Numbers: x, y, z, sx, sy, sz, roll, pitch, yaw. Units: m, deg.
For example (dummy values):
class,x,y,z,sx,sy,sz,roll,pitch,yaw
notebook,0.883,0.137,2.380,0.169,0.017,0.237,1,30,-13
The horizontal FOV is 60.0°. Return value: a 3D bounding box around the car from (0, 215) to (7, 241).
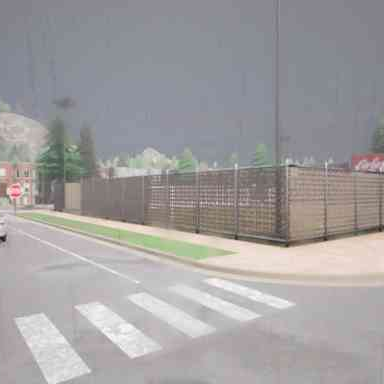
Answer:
class,x,y,z,sx,sy,sz,roll,pitch,yaw
car,-9.962,1.527,15.656,1.812,1.442,4.674,0,0,-36
